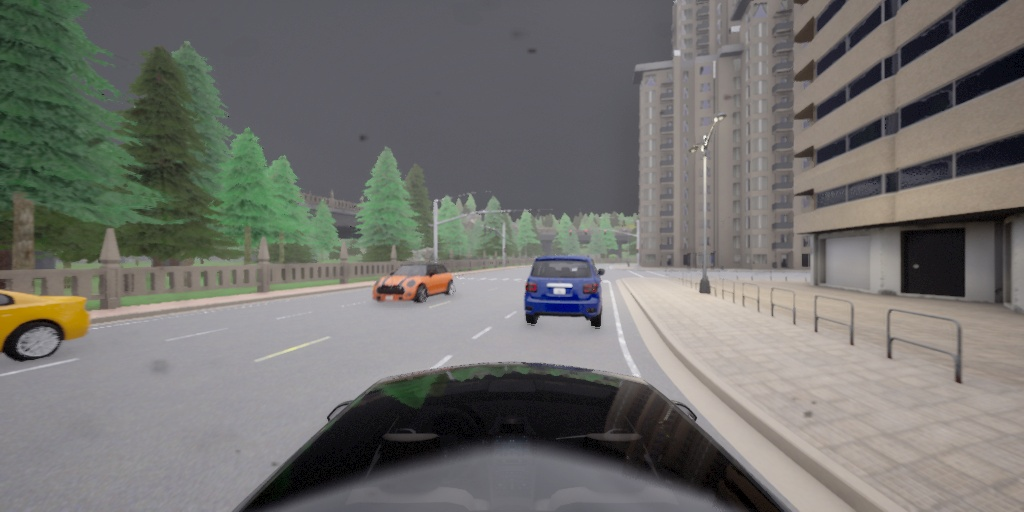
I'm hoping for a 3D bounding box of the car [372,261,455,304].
[{"bbox_3d":[-4.409,1.122,16.673,2.097,1.767,4.553,0,0,14],"label":"car"}]

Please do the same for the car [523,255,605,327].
[{"bbox_3d":[1.836,0.998,11.871,2.150,2.045,5.566,0,0,13],"label":"car"}]

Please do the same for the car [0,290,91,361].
[{"bbox_3d":[-10.116,1.211,5.513,1.882,1.535,5.008,0,0,7],"label":"car"}]
